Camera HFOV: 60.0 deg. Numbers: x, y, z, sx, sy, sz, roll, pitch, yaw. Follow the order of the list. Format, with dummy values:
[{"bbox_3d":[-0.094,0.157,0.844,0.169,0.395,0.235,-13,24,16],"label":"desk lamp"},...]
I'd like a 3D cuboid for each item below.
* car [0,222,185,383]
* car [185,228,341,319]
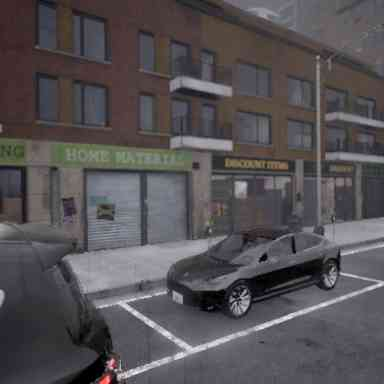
[{"bbox_3d":[-2.937,1.242,0.980,5.566,2.045,2.150,-1,0,-35],"label":"car"},{"bbox_3d":[1.514,1.507,7.255,4.313,1.339,1.947,-1,0,-35],"label":"car"}]
